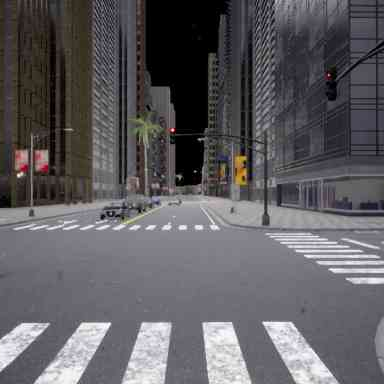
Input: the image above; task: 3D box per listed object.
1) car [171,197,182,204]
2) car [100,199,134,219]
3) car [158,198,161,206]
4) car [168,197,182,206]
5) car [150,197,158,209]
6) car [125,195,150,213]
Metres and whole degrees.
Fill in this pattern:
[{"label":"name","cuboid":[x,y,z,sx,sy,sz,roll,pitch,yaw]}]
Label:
[{"label":"car","cuboid":[-3.255,1.788,69.742,1.994,1.385,4.181,0,0,0]},{"label":"car","cuboid":[-6.642,1.627,29.175,1.994,1.385,4.181,0,0,0]},{"label":"car","cuboid":[-6.630,1.655,59.197,1.882,1.535,5.008,0,0,0]},{"label":"car","cuboid":[-3.241,1.781,59.847,1.895,1.301,4.718,0,0,0]},{"label":"car","cuboid":[-6.664,1.482,48.428,2.097,1.767,4.553,0,0,0]},{"label":"car","cuboid":[-6.657,1.314,38.499,2.150,2.045,5.566,0,0,0]}]
